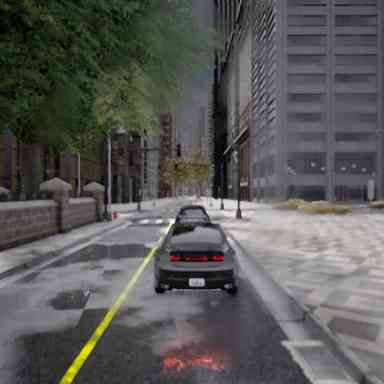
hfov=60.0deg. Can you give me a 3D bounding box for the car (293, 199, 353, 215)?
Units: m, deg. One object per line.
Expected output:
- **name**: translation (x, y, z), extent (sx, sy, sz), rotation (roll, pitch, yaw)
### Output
- **car**: translation (12.332, 1.448, 30.979), extent (4.829, 1.417, 1.752), rotation (-1, 1, 0)

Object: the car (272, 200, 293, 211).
- **car**: translation (12.009, 1.465, 39.505), extent (4.829, 1.417, 1.752), rotation (-1, 1, 0)

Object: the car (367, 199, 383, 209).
- **car**: translation (23.350, 1.280, 39.470), extent (4.829, 1.417, 1.752), rotation (-1, 1, 0)

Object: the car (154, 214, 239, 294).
- **car**: translation (0.091, 1.537, 8.893), extent (1.837, 1.490, 4.892), rotation (0, -1, 0)

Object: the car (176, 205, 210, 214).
- **car**: translation (0.053, 1.506, 19.021), extent (2.033, 1.649, 4.856), rotation (0, 0, 0)
